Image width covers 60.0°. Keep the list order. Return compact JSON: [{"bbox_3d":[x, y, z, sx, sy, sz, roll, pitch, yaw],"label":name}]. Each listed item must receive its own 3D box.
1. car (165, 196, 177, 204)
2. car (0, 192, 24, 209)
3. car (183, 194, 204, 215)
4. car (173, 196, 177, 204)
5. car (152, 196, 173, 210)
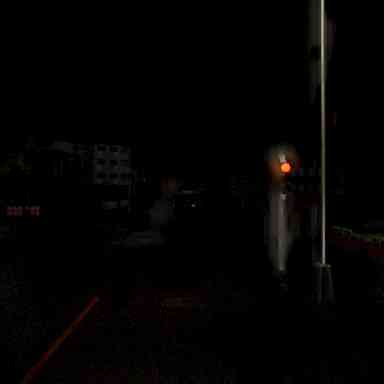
[{"bbox_3d":[-3.966,1.477,63.162,1.882,1.535,5.008,0,0,0],"label":"car"},{"bbox_3d":[-19.709,0.985,34.940,1.905,1.878,3.866,0,0,35],"label":"car"},{"bbox_3d":[0.158,1.352,33.727,2.097,1.767,4.553,0,0,1],"label":"car"},{"bbox_3d":[-4.019,1.491,52.987,2.128,1.511,4.902,0,0,0],"label":"car"},{"bbox_3d":[-4.040,1.491,43.023,2.128,1.511,4.902,0,0,0],"label":"car"}]
